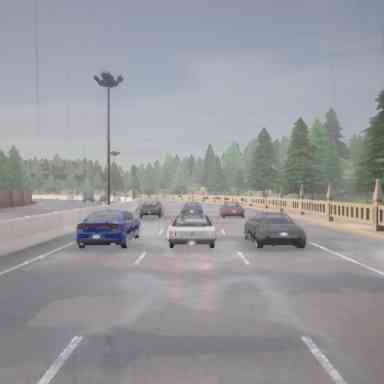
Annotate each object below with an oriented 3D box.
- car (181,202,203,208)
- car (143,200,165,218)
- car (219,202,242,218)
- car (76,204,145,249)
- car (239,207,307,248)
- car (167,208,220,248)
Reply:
[{"bbox_3d":[0.000,1.572,29.650,1.994,1.385,4.181,0,0,0],"label":"car"},{"bbox_3d":[-3.500,1.495,29.650,2.128,1.511,4.902,0,0,0],"label":"car"},{"bbox_3d":[3.500,1.572,29.650,1.994,1.385,4.181,0,0,0],"label":"car"},{"bbox_3d":[-3.500,1.485,14.650,1.882,1.535,5.008,0,0,0],"label":"car"},{"bbox_3d":[3.500,1.572,14.650,1.994,1.385,4.181,0,0,0],"label":"car"},{"bbox_3d":[0.000,1.616,14.680,1.895,1.301,4.718,0,0,0],"label":"car"}]
